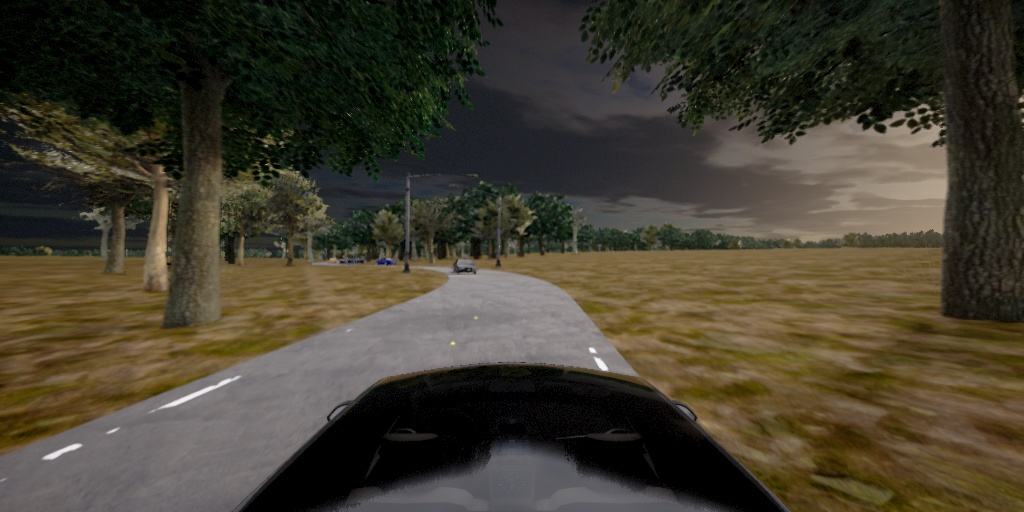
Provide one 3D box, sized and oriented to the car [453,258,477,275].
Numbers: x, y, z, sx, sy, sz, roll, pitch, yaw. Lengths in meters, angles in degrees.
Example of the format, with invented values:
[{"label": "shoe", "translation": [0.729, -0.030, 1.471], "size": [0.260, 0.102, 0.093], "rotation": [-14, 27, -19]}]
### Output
[{"label": "car", "translation": [-4.610, 1.000, 34.803], "size": [1.837, 1.490, 4.892], "rotation": [1, 0, -17]}]
